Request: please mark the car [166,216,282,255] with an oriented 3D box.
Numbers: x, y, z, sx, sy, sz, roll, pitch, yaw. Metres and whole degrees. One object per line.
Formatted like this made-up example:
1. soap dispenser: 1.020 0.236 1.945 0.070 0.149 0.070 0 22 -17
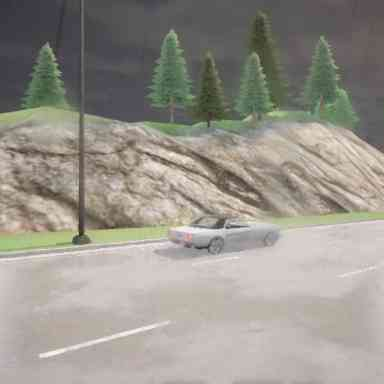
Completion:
1. car: 1.439 1.600 13.382 4.718 1.301 1.895 0 0 -36
